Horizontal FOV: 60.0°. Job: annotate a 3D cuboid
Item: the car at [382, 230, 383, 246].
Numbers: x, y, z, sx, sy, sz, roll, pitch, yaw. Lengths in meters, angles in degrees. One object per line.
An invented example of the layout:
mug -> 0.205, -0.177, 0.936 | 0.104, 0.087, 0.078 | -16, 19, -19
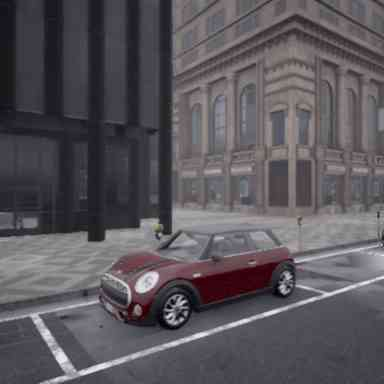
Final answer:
car -> 9.350, 1.511, 13.313 | 4.313, 1.339, 1.947 | 0, 0, -35

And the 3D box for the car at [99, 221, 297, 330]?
car -> 0.229, 1.426, 6.807 | 4.097, 1.590, 1.967 | 0, 0, -35
